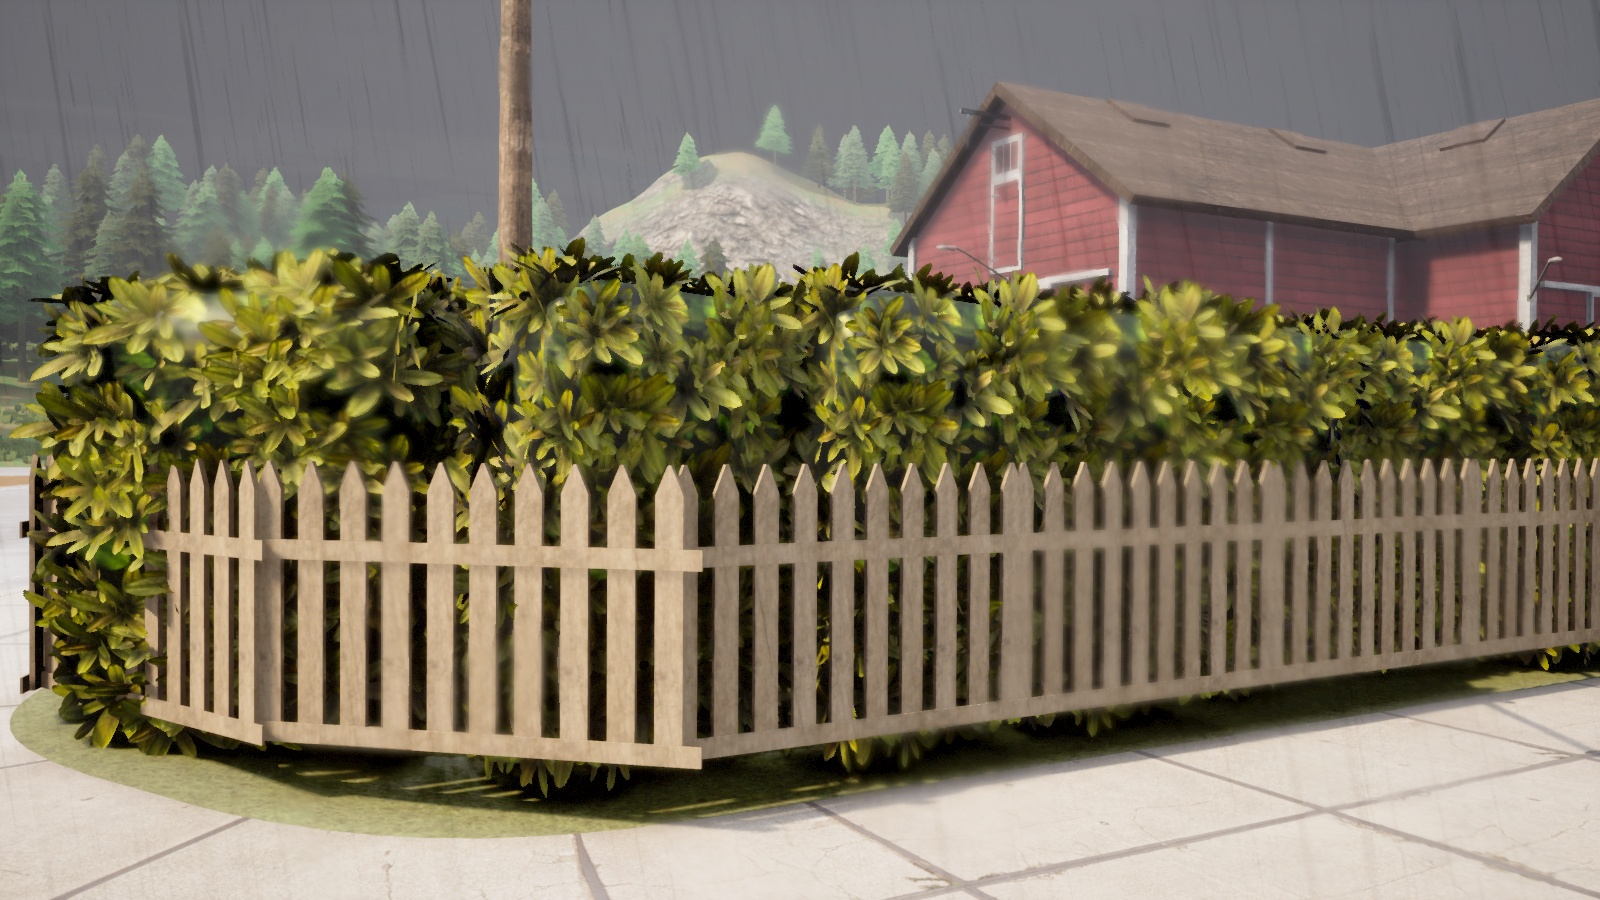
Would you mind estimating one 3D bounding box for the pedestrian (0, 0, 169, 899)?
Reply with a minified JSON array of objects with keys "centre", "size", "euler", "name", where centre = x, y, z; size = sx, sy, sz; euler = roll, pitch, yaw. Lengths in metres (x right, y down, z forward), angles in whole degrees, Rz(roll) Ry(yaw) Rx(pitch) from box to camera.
[{"centre":[-0.938,0.594,0.746],"size":[0.900,1.855,0.874],"euler":[-1,1,-35],"name":"pedestrian"}]
